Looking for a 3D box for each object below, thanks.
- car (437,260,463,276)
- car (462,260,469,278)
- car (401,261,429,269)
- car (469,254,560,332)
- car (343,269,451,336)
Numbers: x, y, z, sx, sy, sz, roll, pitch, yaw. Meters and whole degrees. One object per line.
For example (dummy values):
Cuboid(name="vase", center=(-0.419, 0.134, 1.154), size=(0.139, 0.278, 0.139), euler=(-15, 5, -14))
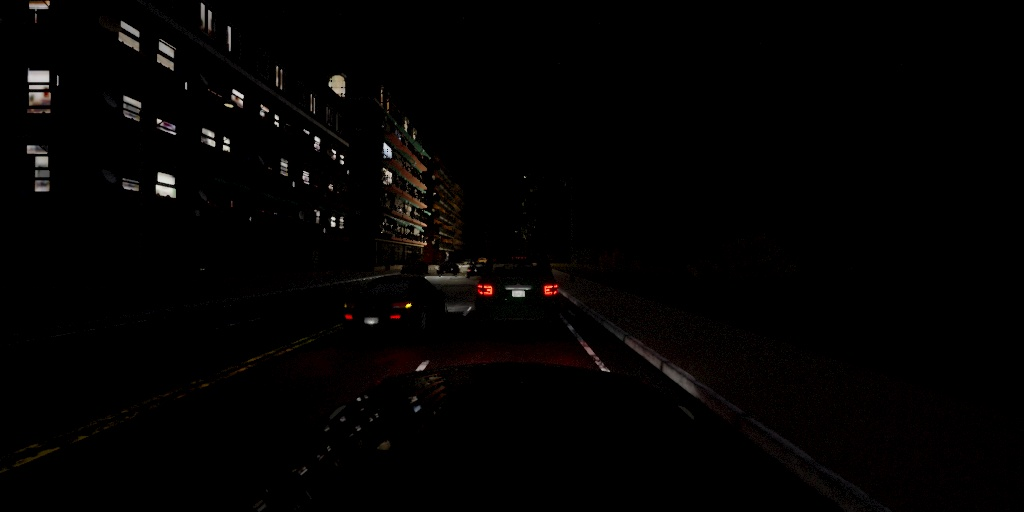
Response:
Cuboid(name="car", center=(-6.546, 1.280, 37.161), size=(1.812, 1.442, 4.674), euler=(0, 0, 0))
Cuboid(name="car", center=(-3.113, 1.302, 33.663), size=(2.033, 1.411, 5.357), euler=(0, 0, 0))
Cuboid(name="car", center=(-9.811, 1.232, 36.386), size=(1.882, 1.535, 5.008), euler=(0, 0, 0))
Cuboid(name="car", center=(0.115, 0.973, 11.040), size=(2.150, 2.045, 5.566), euler=(0, 0, -1))
Cuboid(name="car", center=(-3.141, 1.277, 10.308), size=(1.812, 1.442, 4.674), euler=(0, 0, 0))
